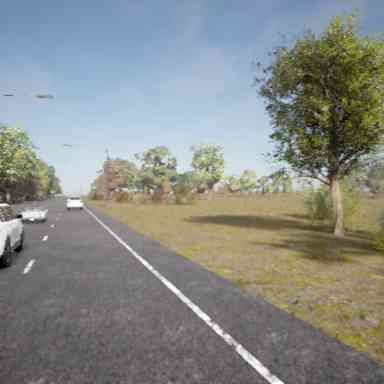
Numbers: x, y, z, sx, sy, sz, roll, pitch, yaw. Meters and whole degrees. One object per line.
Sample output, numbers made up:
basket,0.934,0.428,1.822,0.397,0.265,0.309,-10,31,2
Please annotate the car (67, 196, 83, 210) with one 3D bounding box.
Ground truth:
car,-18.053,1.665,51.266,2.150,2.045,5.566,-1,0,-20

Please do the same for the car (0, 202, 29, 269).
car,-7.285,1.382,11.516,2.150,2.045,5.566,-1,0,-20

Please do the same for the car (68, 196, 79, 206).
car,-24.698,1.832,69.207,2.150,2.045,5.566,-1,0,-20

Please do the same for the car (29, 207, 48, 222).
car,-13.581,1.914,28.800,1.895,1.301,4.718,-1,0,-20
